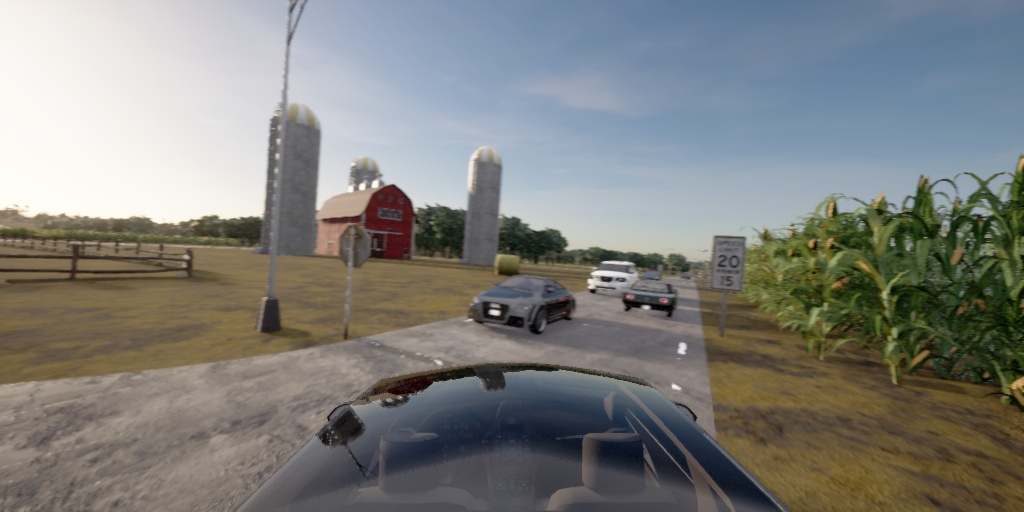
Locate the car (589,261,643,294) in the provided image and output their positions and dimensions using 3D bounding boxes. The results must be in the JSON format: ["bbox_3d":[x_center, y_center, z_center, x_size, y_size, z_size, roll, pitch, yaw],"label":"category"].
[{"bbox_3d":[6.477,1.358,22.495,2.150,2.045,5.566,4,0,26],"label":"car"}]

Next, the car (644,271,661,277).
[{"bbox_3d":[16.240,2.496,41.627,2.033,1.411,5.357,4,0,27],"label":"car"}]

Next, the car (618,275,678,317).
[{"bbox_3d":[6.143,1.731,15.624,1.895,1.301,4.718,4,0,27],"label":"car"}]

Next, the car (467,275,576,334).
[{"bbox_3d":[0.484,1.290,10.757,1.994,1.385,4.181,4,0,27],"label":"car"}]
